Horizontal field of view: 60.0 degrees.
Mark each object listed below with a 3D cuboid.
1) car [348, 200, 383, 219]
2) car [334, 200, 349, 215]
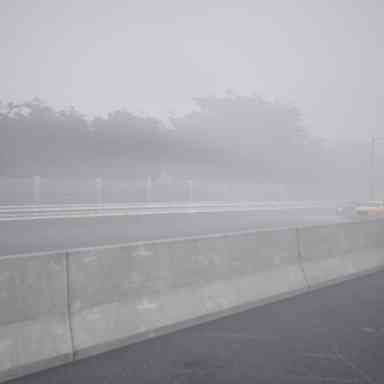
[{"bbox_3d":[15.993,1.537,28.914,5.008,1.535,1.882,0,0,-37],"label":"car"},{"bbox_3d":[16.169,1.568,33.444,4.902,1.511,2.128,0,0,-37],"label":"car"}]
